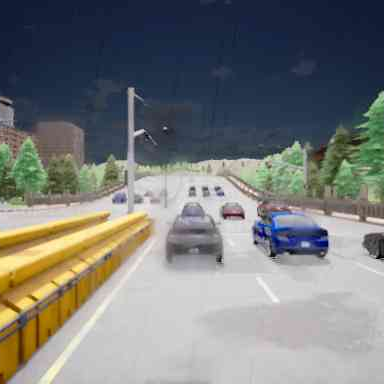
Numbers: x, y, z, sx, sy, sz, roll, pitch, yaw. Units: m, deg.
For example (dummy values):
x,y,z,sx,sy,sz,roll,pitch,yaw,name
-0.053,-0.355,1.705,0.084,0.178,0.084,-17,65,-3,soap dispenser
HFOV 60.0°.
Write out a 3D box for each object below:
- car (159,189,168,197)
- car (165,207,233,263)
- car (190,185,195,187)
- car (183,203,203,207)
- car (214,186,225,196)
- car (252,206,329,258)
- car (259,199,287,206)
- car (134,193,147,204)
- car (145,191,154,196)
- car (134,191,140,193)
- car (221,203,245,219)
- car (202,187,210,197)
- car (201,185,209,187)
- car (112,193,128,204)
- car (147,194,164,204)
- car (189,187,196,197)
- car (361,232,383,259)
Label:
x,y,z,sx,sy,sz,roll,pitch,yaw,name
-6.919,0.246,80.631,2.097,1.767,4.553,0,5,0,car
0.077,1.525,12.143,2.128,1.511,4.902,0,0,0,car
0.148,-1.132,92.541,1.837,1.490,4.892,0,7,0,car
0.088,1.647,30.190,1.994,1.385,4.181,0,0,0,car
7.092,0.157,82.480,1.882,1.535,5.008,0,7,0,car
3.580,1.514,12.924,1.882,1.535,5.008,0,0,0,car
7.085,1.433,29.410,2.097,1.767,4.553,0,0,0,car
-10.507,1.508,64.417,1.837,1.490,4.892,0,2,0,car
-10.419,0.446,80.636,1.994,1.385,4.181,0,5,0,car
-13.919,0.482,80.679,1.895,1.301,4.718,0,5,0,car
3.588,1.647,30.326,1.994,1.385,4.181,0,0,0,car
3.589,0.259,82.093,2.033,1.411,5.357,0,7,0,car
3.648,-1.155,92.518,1.882,1.535,5.008,0,7,0,car
-14.001,1.217,64.690,2.150,2.045,5.566,0,2,0,car
-7.005,1.608,64.419,1.895,1.301,4.718,0,2,0,car
0.090,0.259,82.112,2.033,1.411,5.357,0,7,0,car
7.066,1.574,9.643,2.033,1.411,5.357,0,0,0,car
